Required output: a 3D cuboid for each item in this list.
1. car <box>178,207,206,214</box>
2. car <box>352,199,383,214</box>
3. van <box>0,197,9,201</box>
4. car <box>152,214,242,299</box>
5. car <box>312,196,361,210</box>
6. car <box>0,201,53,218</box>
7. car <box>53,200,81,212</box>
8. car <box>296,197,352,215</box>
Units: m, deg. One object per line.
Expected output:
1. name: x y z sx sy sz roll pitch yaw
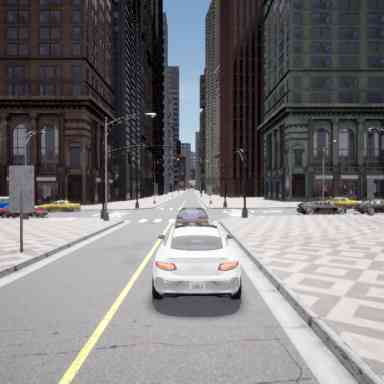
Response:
1. car: 0.021 1.533 17.878 2.033 1.411 5.357 0 0 1
2. car: 17.049 1.341 30.094 4.403 1.369 2.008 -1 1 0
3. van: -20.977 1.456 38.673 3.998 1.788 1.690 -1 1 0
4. car: 0.096 1.521 8.288 1.812 1.442 4.674 0 0 0
5. car: 16.716 1.232 38.619 4.829 1.417 1.752 -1 1 0
6. car: -15.298 1.727 30.145 4.206 1.307 1.802 -1 1 0
7. car: -15.465 1.584 38.669 4.829 1.417 1.752 -1 1 0
8. car: 11.670 1.418 30.103 4.313 1.339 1.947 -1 1 0
